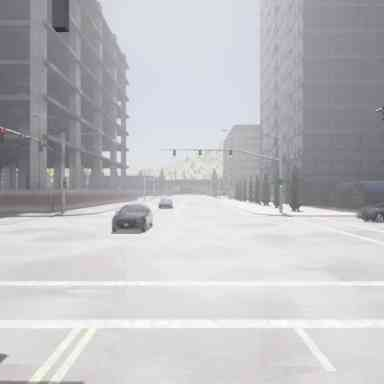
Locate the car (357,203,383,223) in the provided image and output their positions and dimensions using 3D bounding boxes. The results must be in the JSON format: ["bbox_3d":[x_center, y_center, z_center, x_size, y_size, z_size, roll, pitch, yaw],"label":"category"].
[{"bbox_3d":[15.043,1.503,25.010,4.892,1.490,1.837,-1,0,0],"label":"car"}]

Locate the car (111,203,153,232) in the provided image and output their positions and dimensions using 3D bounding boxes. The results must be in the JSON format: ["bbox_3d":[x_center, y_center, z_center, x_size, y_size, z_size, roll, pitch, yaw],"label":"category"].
[{"bbox_3d":[-3.495,1.477,20.175,1.882,1.535,5.008,0,0,0],"label":"car"}]

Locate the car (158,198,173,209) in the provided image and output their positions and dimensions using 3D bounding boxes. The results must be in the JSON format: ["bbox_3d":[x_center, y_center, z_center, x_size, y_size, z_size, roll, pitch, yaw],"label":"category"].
[{"bbox_3d":[-3.489,1.542,44.892,2.033,1.411,5.357,0,0,0],"label":"car"}]
